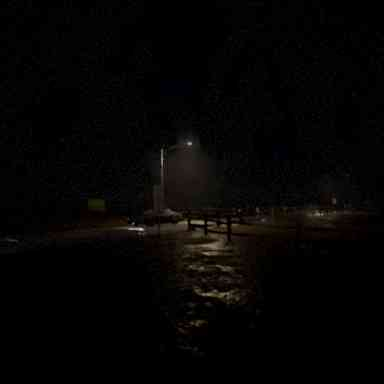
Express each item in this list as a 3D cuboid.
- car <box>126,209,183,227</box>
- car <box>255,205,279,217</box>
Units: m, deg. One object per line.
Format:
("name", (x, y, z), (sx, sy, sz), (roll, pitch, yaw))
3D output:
("car", (-2.910, 2.077, 27.431), (2.033, 1.411, 5.357), (-1, -2, 35))
("car", (10.364, 2.587, 45.967), (2.128, 1.511, 4.902), (-1, -2, 36))
